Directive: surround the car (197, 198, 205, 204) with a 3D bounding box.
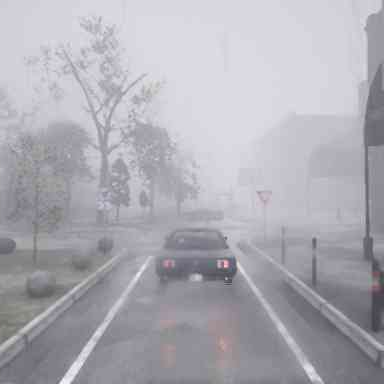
[{"bbox_3d":[2.274,2.305,84.947,1.895,1.301,4.718,0,-1,5],"label":"car"}]

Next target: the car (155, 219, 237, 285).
[{"bbox_3d":[0.127,1.688,9.724,1.895,1.301,4.718,0,-1,1],"label":"car"}]

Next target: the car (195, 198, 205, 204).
[{"bbox_3d":[1.706,2.301,74.590,1.837,1.490,4.892,0,0,3],"label":"car"}]

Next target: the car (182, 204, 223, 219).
[{"bbox_3d":[0.982,2.231,33.311,1.882,1.535,5.008,2,-3,-38],"label":"car"}]
